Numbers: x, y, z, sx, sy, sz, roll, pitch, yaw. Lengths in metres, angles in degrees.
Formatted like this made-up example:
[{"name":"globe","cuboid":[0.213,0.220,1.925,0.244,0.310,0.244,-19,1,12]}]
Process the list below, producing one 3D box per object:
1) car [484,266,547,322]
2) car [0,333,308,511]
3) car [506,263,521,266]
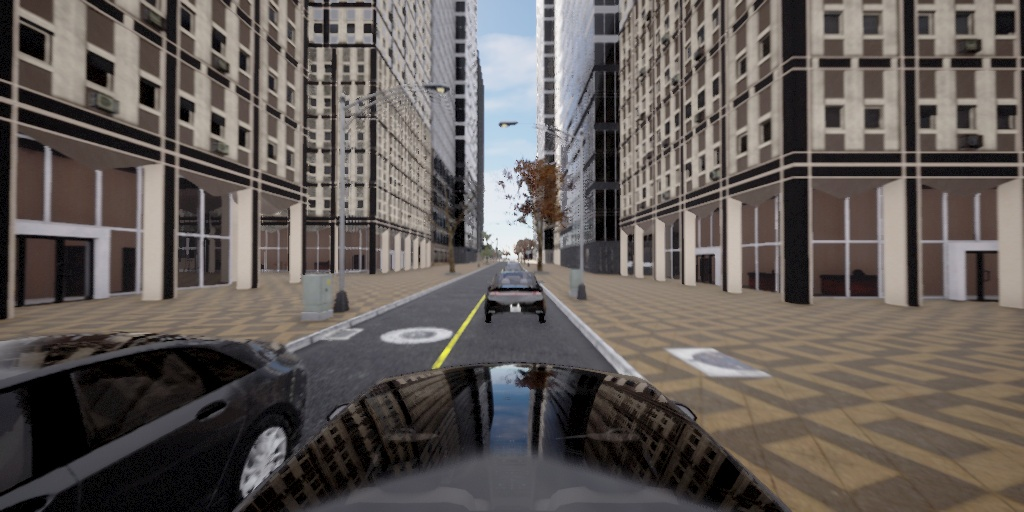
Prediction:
[{"name":"car","cuboid":[0.097,1.260,12.304,2.128,1.511,4.902,0,0,0]},{"name":"car","cuboid":[-2.850,1.254,1.458,1.837,1.490,4.892,0,0,0]},{"name":"car","cuboid":[0.093,1.352,33.821,2.033,1.411,5.357,0,0,0]}]
